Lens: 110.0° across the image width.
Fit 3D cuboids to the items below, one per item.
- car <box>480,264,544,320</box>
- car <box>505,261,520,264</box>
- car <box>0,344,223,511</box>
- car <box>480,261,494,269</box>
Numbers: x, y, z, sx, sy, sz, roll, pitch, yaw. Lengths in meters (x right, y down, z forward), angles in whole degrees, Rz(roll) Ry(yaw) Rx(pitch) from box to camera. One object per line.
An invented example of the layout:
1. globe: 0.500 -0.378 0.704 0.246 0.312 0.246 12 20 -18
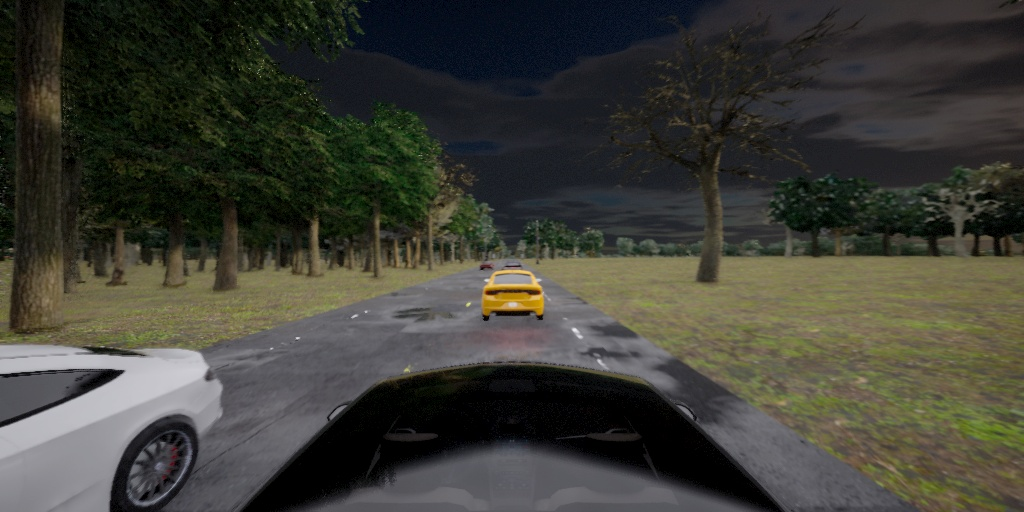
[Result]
1. car: 0.031 1.230 12.692 1.882 1.535 5.008 0 0 0
2. car: 0.066 1.244 33.210 2.128 1.511 4.902 0 0 0
3. car: -3.686 1.302 1.569 1.812 1.442 4.674 0 0 0
4. car: -3.510 1.386 50.907 1.895 1.301 4.718 0 0 0
